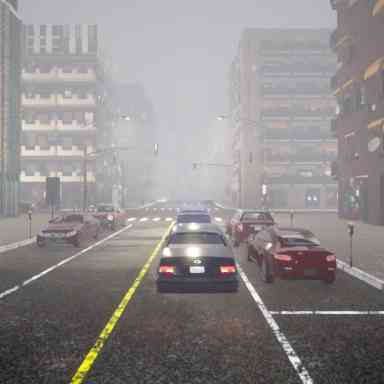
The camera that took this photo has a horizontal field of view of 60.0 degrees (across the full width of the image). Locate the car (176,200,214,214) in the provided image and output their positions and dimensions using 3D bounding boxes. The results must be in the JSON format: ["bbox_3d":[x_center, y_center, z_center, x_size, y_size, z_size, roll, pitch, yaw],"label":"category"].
[{"bbox_3d":[0.095,1.482,19.590,1.882,1.535,5.008,0,0,0],"label":"car"}]

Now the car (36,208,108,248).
[{"bbox_3d":[-5.309,1.585,14.821,1.802,1.307,4.206,1,0,0],"label":"car"}]

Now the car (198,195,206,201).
[{"bbox_3d":[2.587,1.563,86.967,2.008,1.369,4.403,1,0,0],"label":"car"}]

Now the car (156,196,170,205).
[{"bbox_3d":[-5.297,1.535,58.413,1.752,1.417,4.829,1,0,0],"label":"car"}]

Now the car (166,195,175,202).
[{"bbox_3d":[-5.294,1.556,81.267,1.887,1.381,4.507,1,0,0],"label":"car"}]

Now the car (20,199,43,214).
[{"bbox_3d":[-17.557,1.241,31.884,5.009,1.841,2.192,0,-1,0],"label":"car"}]

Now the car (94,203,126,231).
[{"bbox_3d":[-5.310,1.445,20.371,1.967,1.590,4.097,1,0,0],"label":"car"}]

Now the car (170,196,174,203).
[{"bbox_3d":[-5.295,1.536,69.756,1.752,1.417,4.829,1,0,0],"label":"car"}]

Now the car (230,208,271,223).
[{"bbox_3d":[2.578,1.444,14.842,1.967,1.590,4.097,1,0,0],"label":"car"}]

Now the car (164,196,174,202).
[{"bbox_3d":[-5.295,1.577,75.597,1.947,1.339,4.313,1,0,0],"label":"car"}]

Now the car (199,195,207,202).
[{"bbox_3d":[2.586,1.556,81.296,1.887,1.381,4.507,1,0,0],"label":"car"}]

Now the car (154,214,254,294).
[{"bbox_3d":[0.101,1.550,8.948,2.033,1.411,5.357,0,0,0],"label":"car"}]

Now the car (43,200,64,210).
[{"bbox_3d":[-17.618,1.591,39.760,4.313,1.339,1.947,0,-1,0],"label":"car"}]

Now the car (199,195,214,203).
[{"bbox_3d":[2.582,1.560,52.941,2.008,1.369,4.403,1,0,0],"label":"car"}]

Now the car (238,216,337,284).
[{"bbox_3d":[2.575,1.584,9.293,1.802,1.307,4.206,1,0,0],"label":"car"}]
